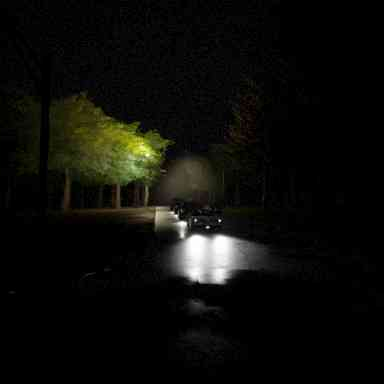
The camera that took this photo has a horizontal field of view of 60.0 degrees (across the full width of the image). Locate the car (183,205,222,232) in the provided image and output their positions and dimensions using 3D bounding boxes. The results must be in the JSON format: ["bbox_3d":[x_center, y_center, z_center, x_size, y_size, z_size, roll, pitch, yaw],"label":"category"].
[{"bbox_3d":[0.713,1.816,22.003,1.895,1.301,4.718,2,-1,-6],"label":"car"}]

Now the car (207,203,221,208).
[{"bbox_3d":[2.443,2.124,41.030,2.033,1.411,5.357,2,-1,-6],"label":"car"}]

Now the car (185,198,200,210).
[{"bbox_3d":[0.042,2.336,63.921,2.150,2.045,5.566,2,-2,-6],"label":"car"}]

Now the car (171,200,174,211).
[{"bbox_3d":[-1.173,2.035,40.967,1.994,1.385,4.181,2,-1,-6],"label":"car"}]

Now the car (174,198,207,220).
[{"bbox_3d":[-0.204,1.682,31.062,2.097,1.767,4.553,2,-1,-6],"label":"car"}]

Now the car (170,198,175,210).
[{"bbox_3d":[-2.247,1.899,51.375,2.150,2.045,5.566,2,-2,-6],"label":"car"}]
